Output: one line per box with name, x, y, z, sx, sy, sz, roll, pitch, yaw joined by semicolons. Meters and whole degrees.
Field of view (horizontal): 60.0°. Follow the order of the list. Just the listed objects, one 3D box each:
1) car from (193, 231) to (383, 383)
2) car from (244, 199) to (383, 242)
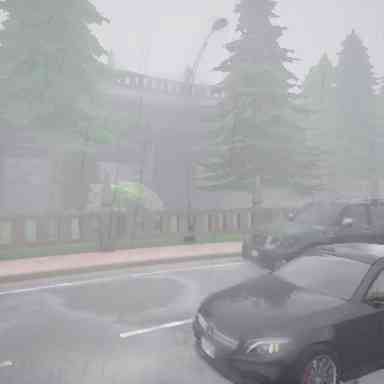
car;2.294;1.526;4.805;4.674;1.442;1.812;0;0;-25
car;4.204;1.221;9.460;5.566;2.045;2.150;0;0;-20
